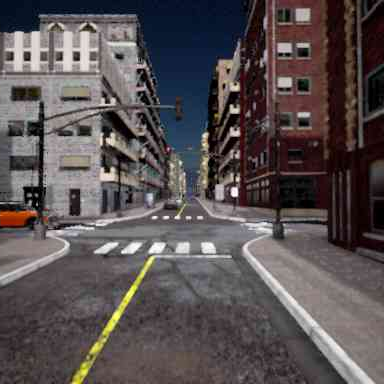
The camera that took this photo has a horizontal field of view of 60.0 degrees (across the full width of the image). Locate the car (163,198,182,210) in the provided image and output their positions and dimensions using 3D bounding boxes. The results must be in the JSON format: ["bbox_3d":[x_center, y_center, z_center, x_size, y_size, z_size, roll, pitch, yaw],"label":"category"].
[{"bbox_3d":[-2.823,1.705,45.012,1.994,1.385,4.181,0,0,0],"label":"car"}]

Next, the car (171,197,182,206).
[{"bbox_3d":[-2.777,1.746,60.996,1.812,1.442,4.674,0,0,1],"label":"car"}]

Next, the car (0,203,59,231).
[{"bbox_3d":[-10.741,1.455,20.627,4.553,1.767,2.097,-1,-2,-1],"label":"car"}]
